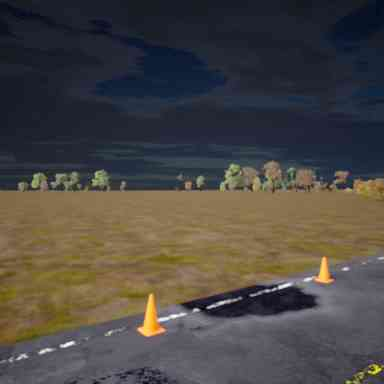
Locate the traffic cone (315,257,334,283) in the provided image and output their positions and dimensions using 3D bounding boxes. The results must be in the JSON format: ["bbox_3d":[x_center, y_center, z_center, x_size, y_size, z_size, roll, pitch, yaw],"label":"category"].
[{"bbox_3d":[3.323,1.925,8.336,0.340,0.580,0.340,0,0,-37],"label":"traffic cone"}]

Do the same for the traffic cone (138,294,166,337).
[{"bbox_3d":[-0.650,1.949,5.379,0.340,0.580,0.340,0,0,-36],"label":"traffic cone"}]
